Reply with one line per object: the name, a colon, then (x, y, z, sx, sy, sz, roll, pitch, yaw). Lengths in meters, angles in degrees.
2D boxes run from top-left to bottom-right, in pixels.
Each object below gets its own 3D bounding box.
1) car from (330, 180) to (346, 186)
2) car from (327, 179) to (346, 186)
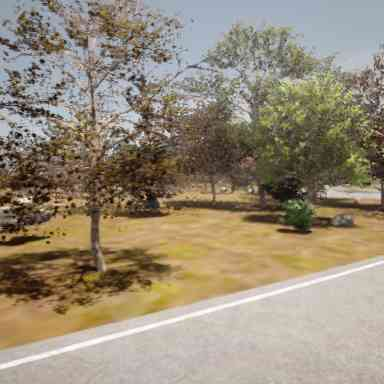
car: (35.874, -2.228, 78.554, 5.357, 1.411, 2.033, -5, 3, -26)
car: (35.740, -2.377, 82.049, 4.181, 1.385, 1.994, -5, 3, -26)
